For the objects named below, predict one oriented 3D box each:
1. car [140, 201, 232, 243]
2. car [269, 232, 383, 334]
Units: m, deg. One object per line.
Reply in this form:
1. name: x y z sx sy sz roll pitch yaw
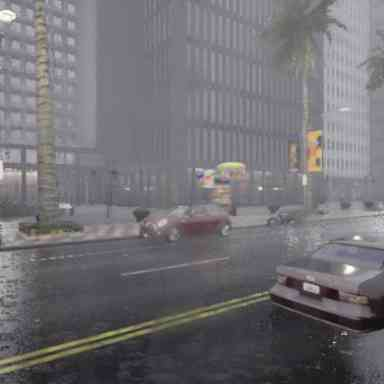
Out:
1. car: -0.242 1.341 16.210 4.553 1.767 2.185 0 0 -36
2. car: 3.895 1.538 6.653 5.357 1.411 2.033 0 0 -36
